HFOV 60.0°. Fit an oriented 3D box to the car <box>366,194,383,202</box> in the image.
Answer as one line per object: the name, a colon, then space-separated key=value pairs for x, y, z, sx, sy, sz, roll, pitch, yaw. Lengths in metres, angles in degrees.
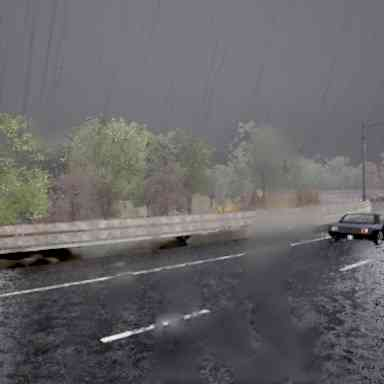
car: x=38.230 y=1.271 z=70.920 sx=2.097 sy=1.767 sz=4.553 roll=0 pitch=0 yaw=9

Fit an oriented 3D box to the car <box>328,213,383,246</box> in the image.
car: x=8.227 y=1.615 z=15.575 sx=4.718 sy=1.301 sz=1.895 roll=0 pitch=0 yaw=-45
